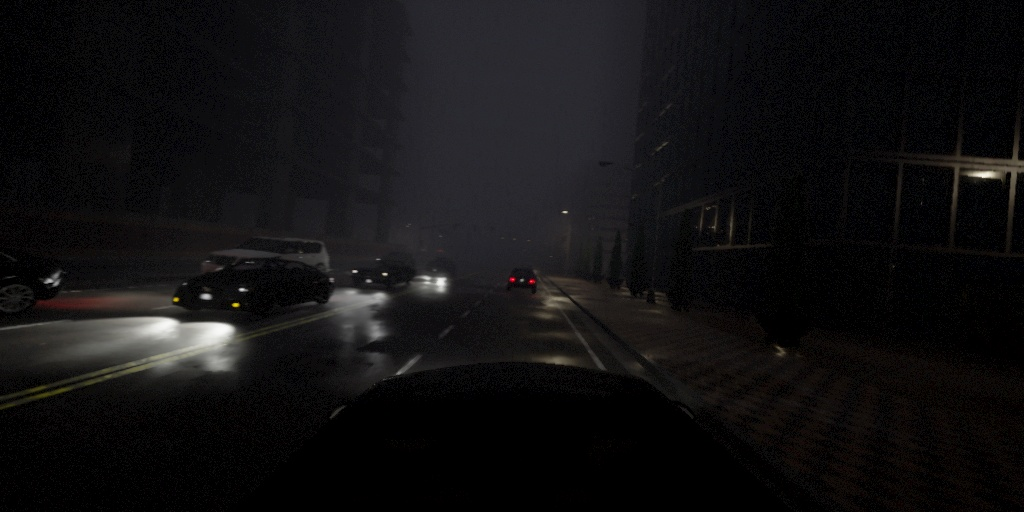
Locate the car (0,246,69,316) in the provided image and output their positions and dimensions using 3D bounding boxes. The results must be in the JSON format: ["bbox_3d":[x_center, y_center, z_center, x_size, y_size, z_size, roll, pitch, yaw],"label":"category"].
[{"bbox_3d":[-10.567,0.339,5.615,1.837,1.490,4.892,5,0,3],"label":"car"}]

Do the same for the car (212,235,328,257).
[{"bbox_3d":[-10.153,0.160,15.460,2.150,2.045,5.566,5,0,2],"label":"car"}]

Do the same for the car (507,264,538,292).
[{"bbox_3d":[0.686,1.513,23.674,2.033,1.411,5.357,5,0,2],"label":"car"}]

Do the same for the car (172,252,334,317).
[{"bbox_3d":[-6.889,0.757,10.155,1.994,1.385,4.181,5,0,2],"label":"car"}]

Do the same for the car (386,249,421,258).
[{"bbox_3d":[-9.617,0.446,29.978,2.097,1.767,4.553,5,-1,2],"label":"car"}]

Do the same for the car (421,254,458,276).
[{"bbox_3d":[-6.088,0.903,31.302,2.128,1.511,4.902,5,0,2],"label":"car"}]

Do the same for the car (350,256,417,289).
[{"bbox_3d":[-6.571,0.884,18.896,1.895,1.301,4.718,5,0,2],"label":"car"}]

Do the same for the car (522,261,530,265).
[{"bbox_3d":[2.176,1.908,56.408,1.895,1.301,4.718,5,0,3],"label":"car"}]
